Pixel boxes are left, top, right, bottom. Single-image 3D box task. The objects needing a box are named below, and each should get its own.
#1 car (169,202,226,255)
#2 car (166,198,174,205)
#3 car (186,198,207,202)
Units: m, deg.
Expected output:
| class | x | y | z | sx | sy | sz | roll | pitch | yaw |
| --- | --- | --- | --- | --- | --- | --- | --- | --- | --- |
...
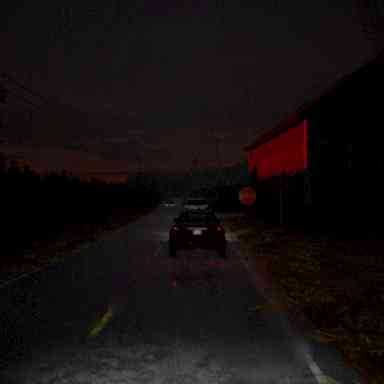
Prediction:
| class | x | y | z | sx | sy | sz | roll | pitch | yaw |
| --- | --- | --- | --- | --- | --- | --- | --- | --- | --- |
| car | 0.237 | 1.483 | 13.991 | 2.097 | 1.767 | 4.553 | 0 | -1 | 1 |
| car | -5.354 | 2.278 | 80.641 | 2.128 | 1.511 | 4.902 | 0 | -1 | -3 |
| car | 0.352 | 1.491 | 28.981 | 2.150 | 2.045 | 5.566 | 0 | 0 | 0 |
